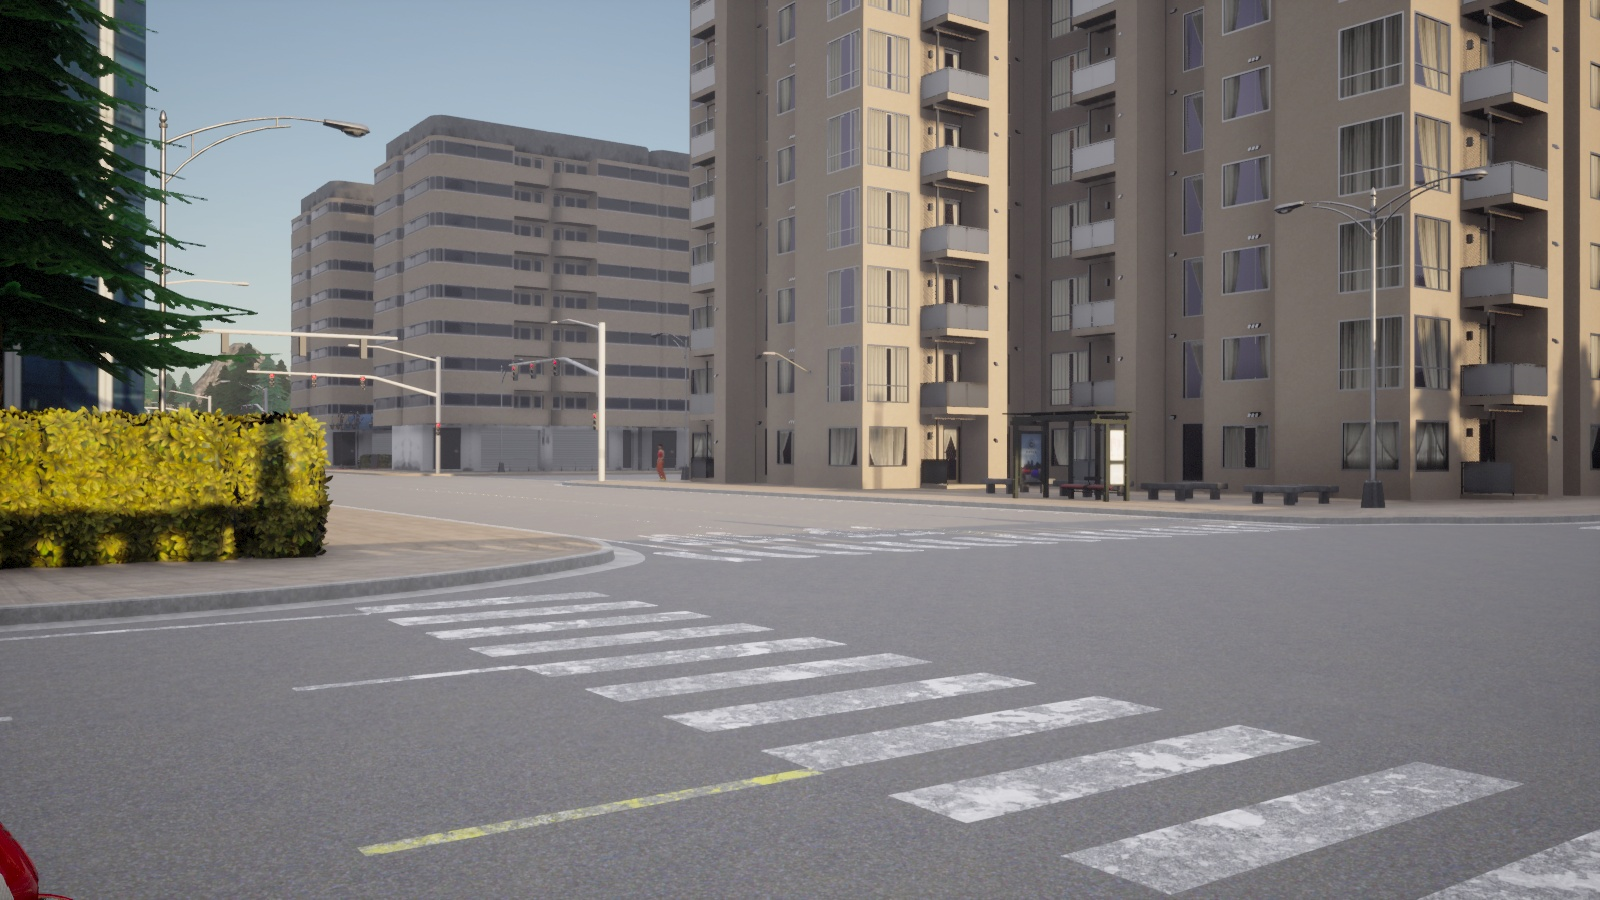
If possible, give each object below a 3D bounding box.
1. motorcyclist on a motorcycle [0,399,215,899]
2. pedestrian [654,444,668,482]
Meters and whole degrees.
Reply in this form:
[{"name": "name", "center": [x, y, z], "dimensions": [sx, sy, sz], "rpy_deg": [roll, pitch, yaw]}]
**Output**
[{"name": "motorcyclist on a motorcycle", "center": [-2.100, 0.708, 2.209], "dimensions": [1.817, 1.590, 0.866], "rpy_deg": [0, 0, -35]}, {"name": "pedestrian", "center": [-6.815, 0.624, 61.594], "dimensions": [0.594, 1.836, 0.345], "rpy_deg": [0, 0, -31]}]
